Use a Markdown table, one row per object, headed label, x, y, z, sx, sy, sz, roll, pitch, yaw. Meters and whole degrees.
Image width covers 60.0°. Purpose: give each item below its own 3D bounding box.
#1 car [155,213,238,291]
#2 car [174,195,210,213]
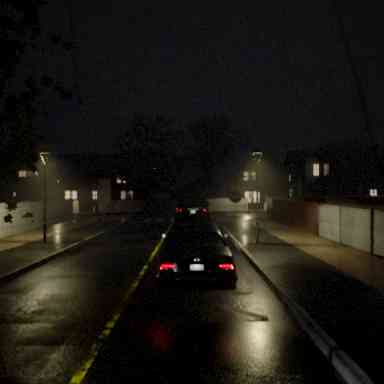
| label | x | y | z | sx | sy | sz | roll | pitch | yaw |
| --- | --- | --- | --- | --- | --- | --- | --- | --- | --- |
| car | 0.086 | 1.553 | 9.159 | 2.033 | 1.411 | 5.357 | 0 | 0 | 0 |
| car | -0.011 | 1.235 | 21.793 | 2.150 | 2.045 | 5.566 | 0 | 0 | -1 |
